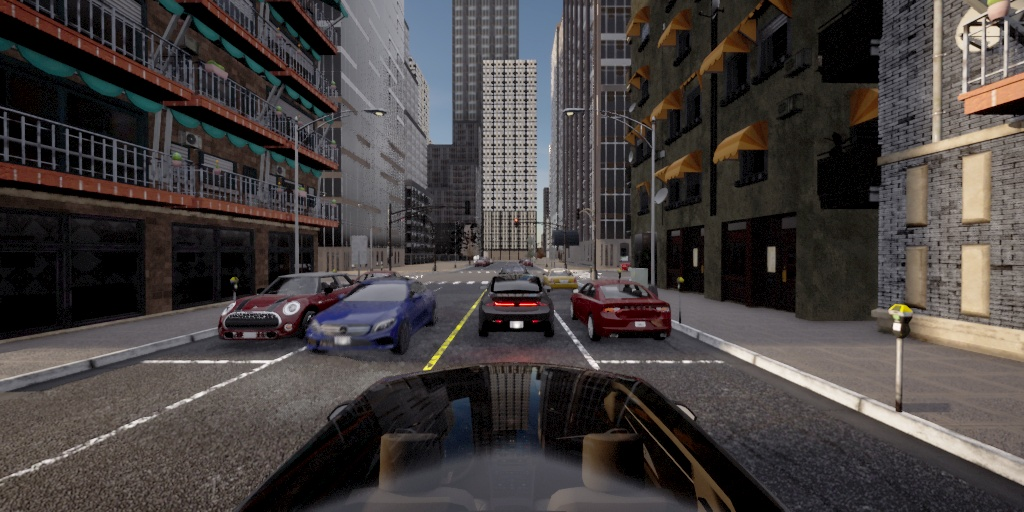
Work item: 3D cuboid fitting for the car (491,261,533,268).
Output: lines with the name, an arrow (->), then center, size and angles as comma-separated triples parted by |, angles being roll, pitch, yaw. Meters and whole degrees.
car -> 0.117, 1.246, 20.426 | 2.128, 1.511, 4.902 | 0, 0, 0

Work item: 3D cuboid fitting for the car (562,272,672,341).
car -> 2.697, 1.297, 9.741 | 1.888, 1.381, 4.507 | 0, 0, 0

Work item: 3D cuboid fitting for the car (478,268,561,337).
car -> 0.108, 1.257, 10.293 | 1.837, 1.490, 4.892 | 0, 0, 0

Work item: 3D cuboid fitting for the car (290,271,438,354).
car -> -3.082, 1.277, 8.871 | 1.812, 1.442, 4.674 | 0, 0, 0

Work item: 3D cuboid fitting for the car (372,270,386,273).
car -> -5.679, 1.298, 15.287 | 1.888, 1.381, 4.507 | 0, 0, 0

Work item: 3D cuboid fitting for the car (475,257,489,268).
car -> -5.630, 1.316, 64.324 | 1.888, 1.381, 4.507 | 0, 0, 0

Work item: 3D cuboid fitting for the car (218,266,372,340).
car -> -5.684, 1.192, 9.763 | 1.967, 1.591, 4.097 | 0, 0, 0

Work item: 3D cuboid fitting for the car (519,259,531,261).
car -> 2.750, 1.211, 64.314 | 1.967, 1.591, 4.097 | 0, 0, 0

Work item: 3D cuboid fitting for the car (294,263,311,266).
car -> -23.798, 1.509, 39.636 | 4.097, 1.591, 1.967 | 0, 0, 0

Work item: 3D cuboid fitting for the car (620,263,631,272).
car -> 14.300, 1.020, 39.919 | 4.507, 1.381, 1.888 | 0, 0, 0

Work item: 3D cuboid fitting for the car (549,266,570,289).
car -> 2.708, 1.280, 20.958 | 1.751, 1.417, 4.829 | 0, 0, 0
